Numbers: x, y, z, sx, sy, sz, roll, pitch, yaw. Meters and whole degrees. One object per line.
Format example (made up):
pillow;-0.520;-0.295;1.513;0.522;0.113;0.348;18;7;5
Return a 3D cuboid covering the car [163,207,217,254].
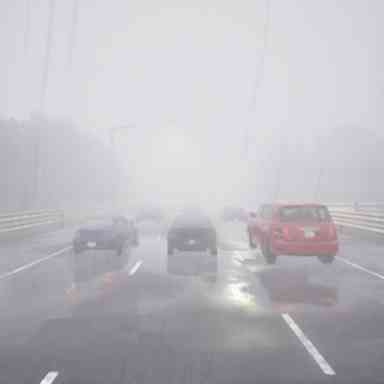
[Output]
car;0.024;1.630;14.231;1.882;1.535;5.008;0;0;0

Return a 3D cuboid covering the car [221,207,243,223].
car;3.513;1.895;28.246;1.895;1.301;4.718;0;-1;0

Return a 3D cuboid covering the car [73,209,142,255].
car;-3.477;1.675;13.900;1.812;1.442;4.674;0;0;1

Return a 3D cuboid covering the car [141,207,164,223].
car;-3.486;1.895;28.249;1.895;1.301;4.718;0;-1;0

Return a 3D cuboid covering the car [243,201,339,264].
car;3.509;1.360;12.574;2.150;2.045;5.566;0;0;0

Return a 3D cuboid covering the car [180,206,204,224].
car;0.014;1.895;28.256;1.895;1.301;4.718;0;-1;1
